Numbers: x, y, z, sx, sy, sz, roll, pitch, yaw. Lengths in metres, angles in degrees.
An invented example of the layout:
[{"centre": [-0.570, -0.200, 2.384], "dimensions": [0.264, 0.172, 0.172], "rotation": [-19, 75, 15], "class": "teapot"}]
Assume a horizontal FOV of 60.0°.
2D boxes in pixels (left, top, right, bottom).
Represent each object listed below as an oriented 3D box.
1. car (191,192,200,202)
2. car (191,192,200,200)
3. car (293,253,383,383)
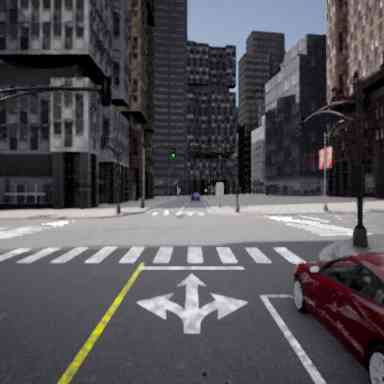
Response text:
[{"centre": [0.702, 1.177, 68.465], "dimensions": [1.882, 1.535, 5.008], "rotation": [0, 0, 1], "class": "car"}, {"centre": [0.864, 0.899, 78.887], "dimensions": [2.097, 1.767, 4.553], "rotation": [0, 0, 1], "class": "car"}, {"centre": [2.772, 1.521, 4.655], "dimensions": [1.887, 1.381, 4.507], "rotation": [1, 0, 0], "class": "car"}]
